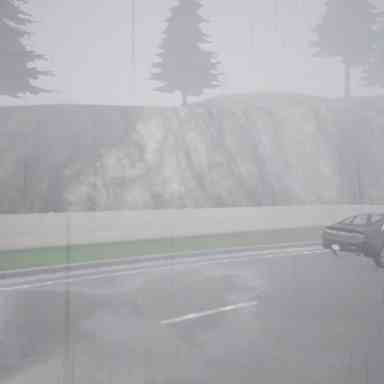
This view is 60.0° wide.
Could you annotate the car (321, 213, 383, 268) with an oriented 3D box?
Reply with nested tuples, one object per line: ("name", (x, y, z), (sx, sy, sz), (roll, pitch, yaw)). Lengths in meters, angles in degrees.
("car", (6.527, 1.435, 10.828), (4.902, 1.511, 2.128), (0, 0, -22))
